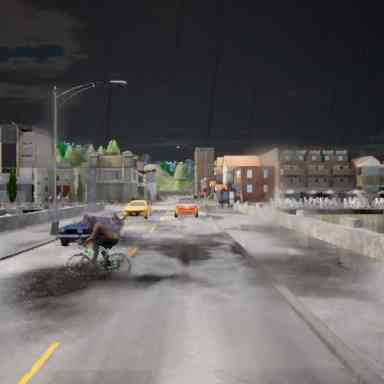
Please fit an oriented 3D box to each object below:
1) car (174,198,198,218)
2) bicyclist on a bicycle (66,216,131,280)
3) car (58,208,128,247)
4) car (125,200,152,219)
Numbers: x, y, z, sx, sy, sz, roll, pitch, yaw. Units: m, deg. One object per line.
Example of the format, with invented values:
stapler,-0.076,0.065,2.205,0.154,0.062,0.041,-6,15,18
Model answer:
car,-0.522,1.352,30.761,2.097,1.767,4.553,0,0,-1
bicyclist on a bicycle,-2.395,1.452,8.518,1.656,1.620,0.582,0,0,-1
car,-4.398,1.601,15.161,1.895,1.301,4.718,0,0,-1
car,-4.656,1.478,29.042,1.882,1.535,5.008,0,0,-1
